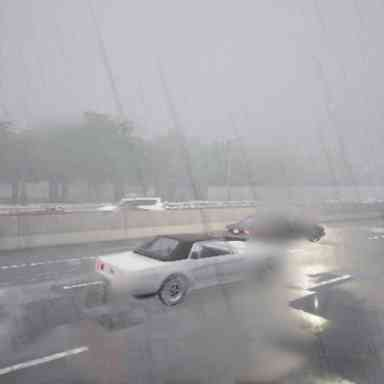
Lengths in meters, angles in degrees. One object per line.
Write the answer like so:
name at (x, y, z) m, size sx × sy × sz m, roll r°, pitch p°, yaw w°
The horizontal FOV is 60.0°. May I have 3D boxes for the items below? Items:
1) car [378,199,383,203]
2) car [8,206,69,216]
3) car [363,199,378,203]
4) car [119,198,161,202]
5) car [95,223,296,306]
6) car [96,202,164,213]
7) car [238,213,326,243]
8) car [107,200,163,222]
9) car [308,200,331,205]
car at (32.382, 1.851, 52.916) m, size 5.357 × 1.411 × 2.033 m, roll 0°, pitch 0°, yaw -35°
car at (-13.319, 1.920, 28.919) m, size 4.718 × 1.301 × 1.895 m, roll 0°, pitch -1°, yaw -36°
car at (30.257, 1.863, 55.700) m, size 4.674 × 1.442 × 1.812 m, roll 0°, pitch 0°, yaw -35°
car at (-4.831, 1.480, 26.417) m, size 5.566 × 2.045 × 2.150 m, roll 0°, pitch -1°, yaw -36°
car at (0.217, 1.677, 8.228) m, size 4.718 × 1.301 × 1.895 m, roll 0°, pitch -1°, yaw -36°
car at (-4.581, 1.699, 22.280) m, size 5.008 × 1.535 × 1.882 m, roll 0°, pitch -1°, yaw -36°
car at (3.857, 1.669, 15.176) m, size 5.357 × 1.411 × 2.033 m, roll 0°, pitch -1°, yaw -36°
car at (-5.199, 1.648, 30.466) m, size 4.553 × 1.767 × 2.097 m, roll 0°, pitch -1°, yaw -36°
car at (20.216, 1.936, 52.910) m, size 4.181 × 1.385 × 1.994 m, roll 0°, pitch -1°, yaw -35°
